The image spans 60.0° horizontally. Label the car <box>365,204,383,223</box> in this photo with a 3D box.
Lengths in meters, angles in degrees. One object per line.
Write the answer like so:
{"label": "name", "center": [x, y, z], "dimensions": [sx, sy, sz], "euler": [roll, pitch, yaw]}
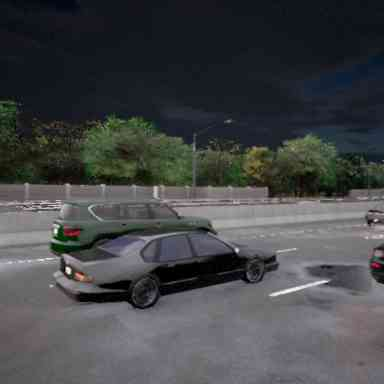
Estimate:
{"label": "car", "center": [13.253, 1.543, 21.789], "dimensions": [4.902, 1.511, 2.128], "euler": [0, 0, -35]}

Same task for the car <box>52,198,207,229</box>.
{"label": "car", "center": [-1.729, 1.228, 11.109], "dimensions": [5.566, 2.045, 2.150], "euler": [0, 0, -35]}

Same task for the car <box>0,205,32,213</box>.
{"label": "car", "center": [-12.511, 1.527, 20.860], "dimensions": [4.674, 1.442, 1.812], "euler": [0, 0, -35]}

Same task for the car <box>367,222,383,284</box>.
{"label": "car", "center": [6.241, 1.544, 8.315], "dimensions": [4.674, 1.442, 1.812], "euler": [0, 0, -35]}

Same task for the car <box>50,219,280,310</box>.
{"label": "car", "center": [-0.323, 1.553, 7.819], "dimensions": [5.357, 1.411, 2.033], "euler": [0, 0, -36]}

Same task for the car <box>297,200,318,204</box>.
{"label": "car", "center": [11.569, 1.590, 33.651], "dimensions": [4.674, 1.442, 1.812], "euler": [0, 0, -35]}
